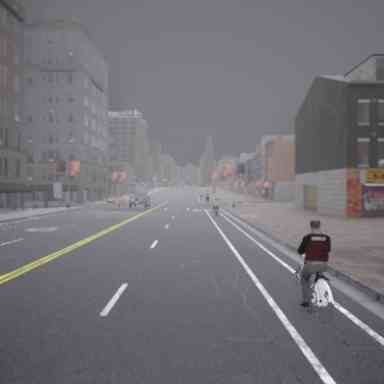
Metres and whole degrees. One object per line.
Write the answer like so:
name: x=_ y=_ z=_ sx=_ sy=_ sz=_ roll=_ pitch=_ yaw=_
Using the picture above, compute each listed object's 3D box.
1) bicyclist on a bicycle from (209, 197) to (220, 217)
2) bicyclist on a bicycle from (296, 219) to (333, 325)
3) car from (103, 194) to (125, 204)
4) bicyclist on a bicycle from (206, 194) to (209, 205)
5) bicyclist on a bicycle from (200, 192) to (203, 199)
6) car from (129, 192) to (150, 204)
bicyclist on a bicycle: x=2.190 y=1.385 z=30.029 sx=0.866 sy=1.612 sz=1.509 roll=0 pitch=0 yaw=1
bicyclist on a bicycle: x=2.241 y=1.375 z=6.258 sx=0.659 sy=1.776 sz=1.843 roll=0 pitch=0 yaw=0
car: x=-9.751 y=0.899 z=41.903 sx=2.097 sy=1.767 sz=4.553 roll=0 pitch=0 yaw=0
bicyclist on a bicycle: x=2.240 y=1.181 z=47.910 sx=0.659 sy=1.776 sz=1.843 roll=0 pitch=6 yaw=0
bicyclist on a bicycle: x=2.198 y=0.859 z=77.770 sx=0.866 sy=1.612 sz=1.509 roll=0 pitch=1 yaw=0
car: x=-6.501 y=0.833 z=41.844 sx=2.150 sy=2.045 sz=5.566 roll=0 pitch=0 yaw=0
